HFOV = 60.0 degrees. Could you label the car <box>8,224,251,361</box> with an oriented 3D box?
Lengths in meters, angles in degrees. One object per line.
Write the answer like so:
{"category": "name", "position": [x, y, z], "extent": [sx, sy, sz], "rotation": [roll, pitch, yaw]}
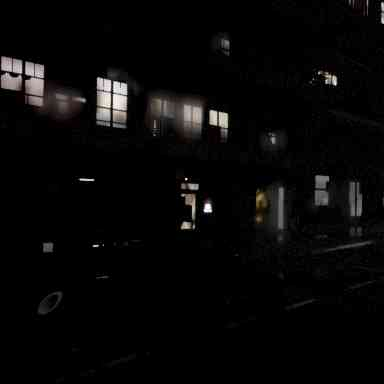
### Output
{"category": "car", "position": [-0.928, 1.441, 5.886], "extent": [4.097, 1.590, 1.967], "rotation": [0, 1, -36]}
